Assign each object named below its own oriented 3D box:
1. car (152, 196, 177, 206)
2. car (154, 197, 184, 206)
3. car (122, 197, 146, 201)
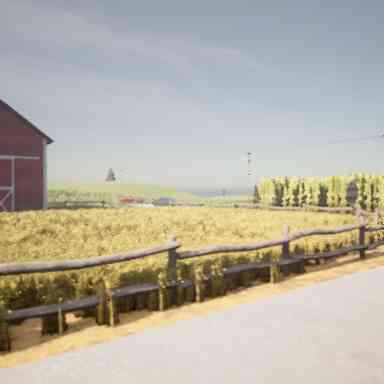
[{"bbox_3d":[-4.390,1.460,52.854,1.812,1.442,4.674,0,0,-35],"label":"car"},{"bbox_3d":[-3.163,1.490,45.365,2.033,1.411,5.357,0,0,-35],"label":"car"},{"bbox_3d":[-10.657,1.536,60.660,4.718,1.301,1.895,0,0,33],"label":"car"}]
